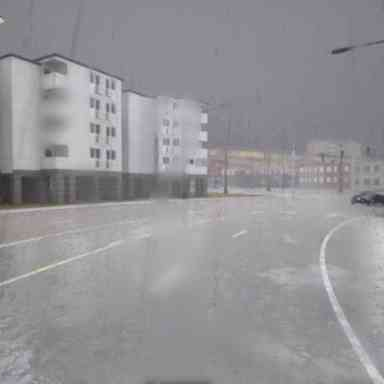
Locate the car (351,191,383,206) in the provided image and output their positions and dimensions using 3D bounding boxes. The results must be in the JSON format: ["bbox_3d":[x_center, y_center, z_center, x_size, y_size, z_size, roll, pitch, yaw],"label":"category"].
[{"bbox_3d":[18.144,0.620,34.034,4.181,1.385,1.994,-1,2,-34],"label":"car"}]

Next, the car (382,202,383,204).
[{"bbox_3d":[20.224,0.643,31.225,4.892,1.490,1.837,-1,2,-34],"label":"car"}]
